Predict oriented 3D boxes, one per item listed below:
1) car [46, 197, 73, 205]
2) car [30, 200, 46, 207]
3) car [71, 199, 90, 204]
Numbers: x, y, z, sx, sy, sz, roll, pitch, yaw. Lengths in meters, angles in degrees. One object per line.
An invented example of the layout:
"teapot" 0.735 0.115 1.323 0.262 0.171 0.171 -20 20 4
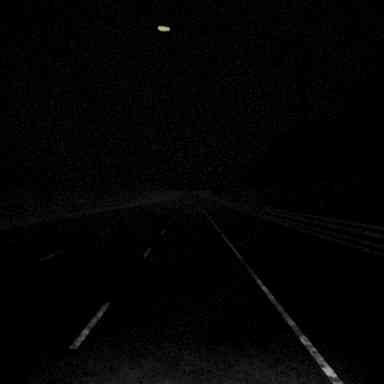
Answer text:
"car" -21.063 1.780 54.163 2.150 2.045 5.566 0 -1 1
"car" -24.565 2.050 54.205 2.128 1.511 4.902 0 -1 1
"car" -17.572 2.085 54.266 1.812 1.442 4.674 0 -1 0
